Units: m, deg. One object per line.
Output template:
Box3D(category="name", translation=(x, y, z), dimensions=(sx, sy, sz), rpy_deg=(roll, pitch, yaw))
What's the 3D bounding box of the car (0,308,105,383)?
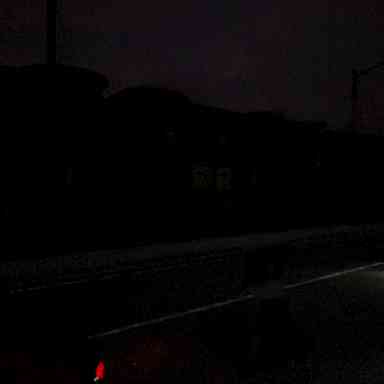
Box3D(category="car", translation=(-2.672, 1.564, 2.082), dimensions=(4.181, 1.385, 1.994), rpy_deg=(0, 0, -36))
